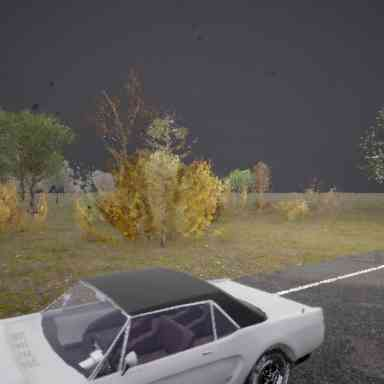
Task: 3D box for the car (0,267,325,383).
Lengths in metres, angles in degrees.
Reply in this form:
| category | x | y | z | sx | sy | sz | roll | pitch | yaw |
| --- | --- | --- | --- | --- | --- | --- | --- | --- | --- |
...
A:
| category | x | y | z | sx | sy | sz | roll | pitch | yaw |
| --- | --- | --- | --- | --- | --- | --- | --- | --- | --- |
| car | -0.801 | 1.601 | 3.400 | 4.718 | 1.301 | 1.895 | 0 | 0 | -35 |
